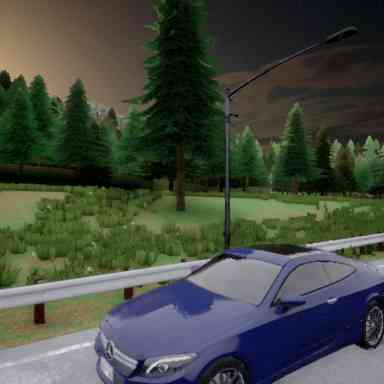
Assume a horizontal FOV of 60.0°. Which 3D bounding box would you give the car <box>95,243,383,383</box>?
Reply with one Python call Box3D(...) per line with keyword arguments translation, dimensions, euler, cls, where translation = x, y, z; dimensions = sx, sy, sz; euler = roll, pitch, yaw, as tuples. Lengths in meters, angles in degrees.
Box3D(translation=(1.035, 1.525, 4.714), dimensions=(4.674, 1.442, 1.812), euler=(0, 0, -36), cls="car")
